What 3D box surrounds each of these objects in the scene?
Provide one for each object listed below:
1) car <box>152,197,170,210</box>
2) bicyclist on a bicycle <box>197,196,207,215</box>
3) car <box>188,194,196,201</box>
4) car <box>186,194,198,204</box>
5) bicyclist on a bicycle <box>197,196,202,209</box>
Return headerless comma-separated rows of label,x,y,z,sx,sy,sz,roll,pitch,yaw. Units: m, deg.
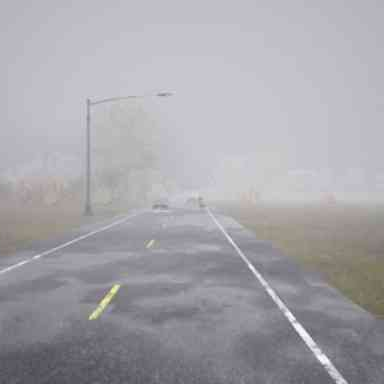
car,-3.606,1.363,39.961,2.033,1.411,5.357,0,0,0
bicyclist on a bicycle,0.968,1.299,30.519,0.866,1.612,1.509,0,0,0
car,-0.023,1.151,75.285,1.812,1.442,4.674,0,0,0
car,0.037,1.247,58.048,1.812,1.442,4.674,0,1,1
bicyclist on a bicycle,0.950,1.265,40.843,0.582,1.620,1.656,0,0,0
